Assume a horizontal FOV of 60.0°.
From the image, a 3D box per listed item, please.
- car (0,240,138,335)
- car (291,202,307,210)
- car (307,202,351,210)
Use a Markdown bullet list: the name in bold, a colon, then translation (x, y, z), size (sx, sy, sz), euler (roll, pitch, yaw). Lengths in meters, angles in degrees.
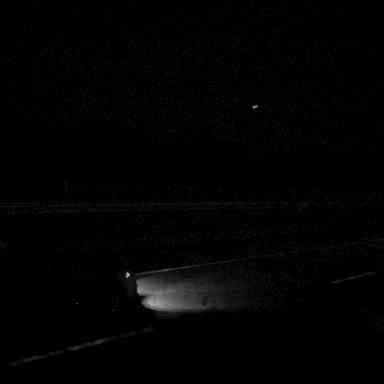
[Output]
- **car**: translation (-3.088, 1.568, 5.825), size (4.181, 1.385, 1.994), euler (1, 0, -35)
- **car**: translation (13.472, 1.927, 38.726), size (4.674, 1.442, 1.812), euler (1, -1, -34)
- **car**: translation (15.129, 1.947, 35.633), size (5.357, 1.411, 2.033), euler (1, -1, -34)
